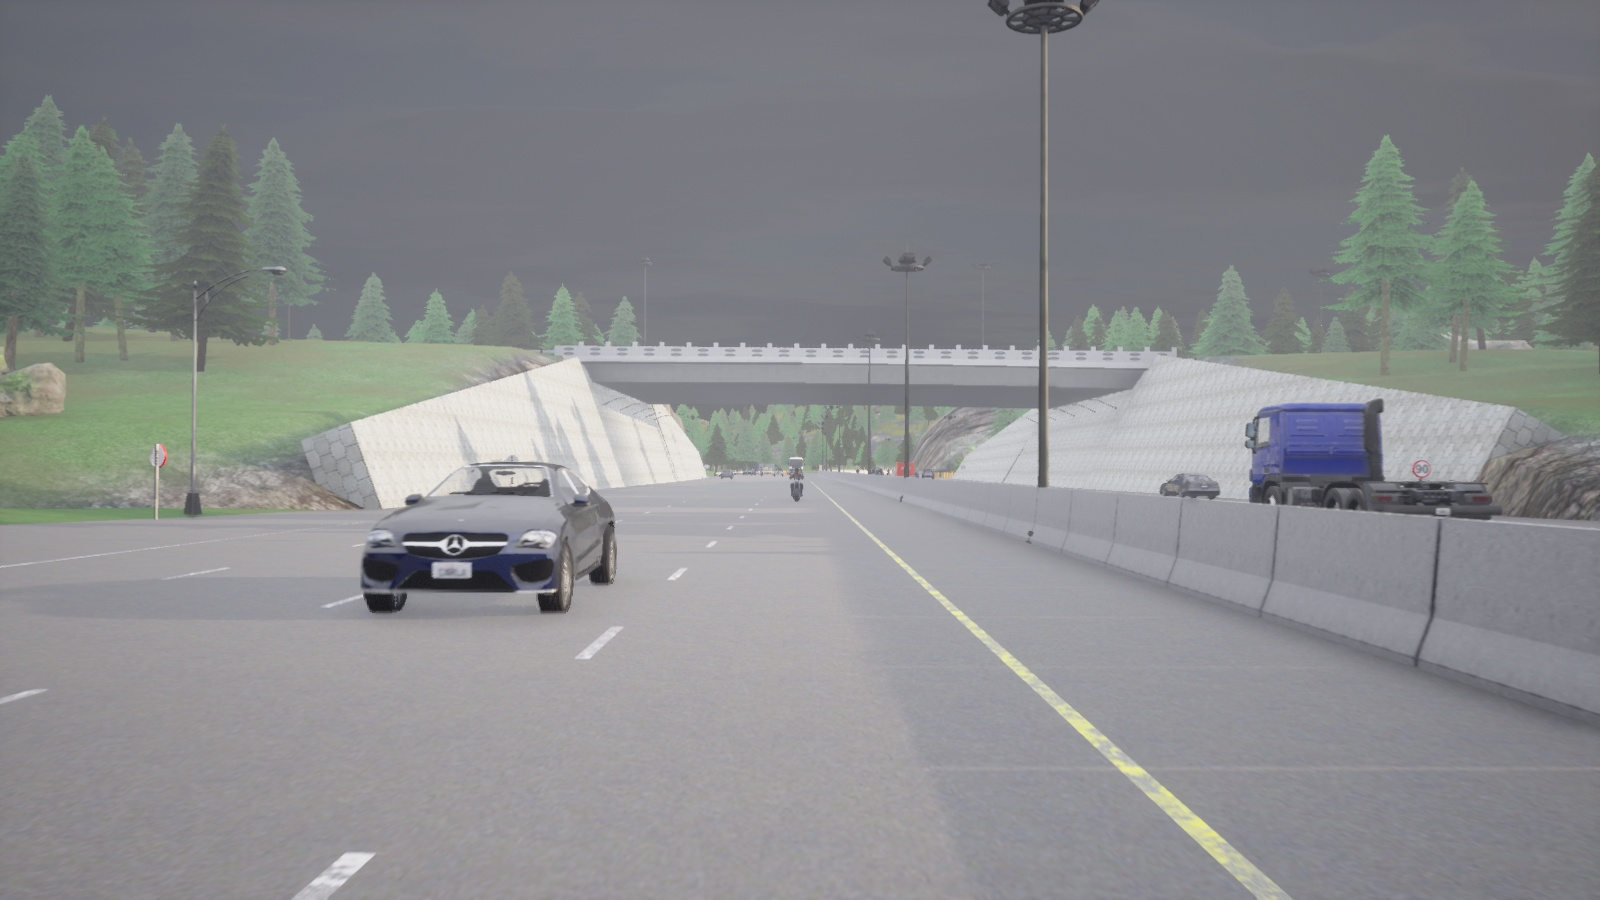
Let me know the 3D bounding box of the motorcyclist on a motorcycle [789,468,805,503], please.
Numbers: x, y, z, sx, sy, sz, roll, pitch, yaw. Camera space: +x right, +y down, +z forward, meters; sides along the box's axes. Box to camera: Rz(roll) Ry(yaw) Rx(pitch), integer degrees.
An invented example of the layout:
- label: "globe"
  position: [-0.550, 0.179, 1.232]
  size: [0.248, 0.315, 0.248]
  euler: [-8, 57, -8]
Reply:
- label: "motorcyclist on a motorcycle"
  position: [-0.140, 1.681, 60.889]
  size: [0.766, 1.649, 2.350]
  euler: [0, -1, 0]

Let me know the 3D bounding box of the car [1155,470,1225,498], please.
- label: "car"
  position: [20.845, 1.791, 67.324]
  size: [2.033, 1.411, 5.357]
  euler: [0, -1, 0]

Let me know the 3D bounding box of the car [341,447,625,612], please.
- label: "car"
  position: [-3.535, 0.832, 15.118]
  size: [2.152, 1.651, 5.027]
  euler: [0, -1, 0]

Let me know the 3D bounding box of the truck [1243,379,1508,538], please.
- label: "truck"
  position: [13.924, 0.246, 31.298]
  size: [2.891, 3.462, 7.936]
  euler: [0, -1, 0]
